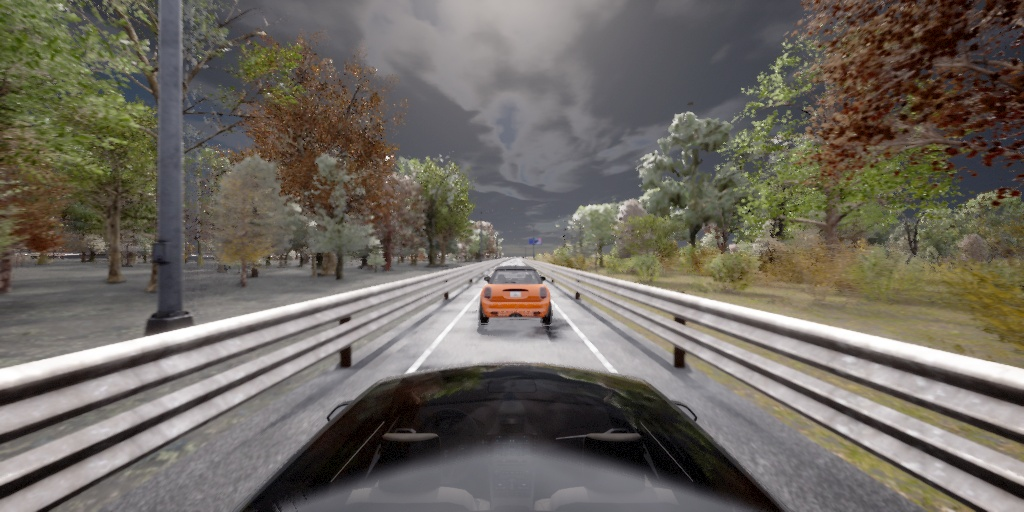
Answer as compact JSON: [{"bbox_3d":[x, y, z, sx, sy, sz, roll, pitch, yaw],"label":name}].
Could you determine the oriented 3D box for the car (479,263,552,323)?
[{"bbox_3d":[0.102,1.103,12.194,2.097,1.767,4.553,0,0,0],"label":"car"}]
